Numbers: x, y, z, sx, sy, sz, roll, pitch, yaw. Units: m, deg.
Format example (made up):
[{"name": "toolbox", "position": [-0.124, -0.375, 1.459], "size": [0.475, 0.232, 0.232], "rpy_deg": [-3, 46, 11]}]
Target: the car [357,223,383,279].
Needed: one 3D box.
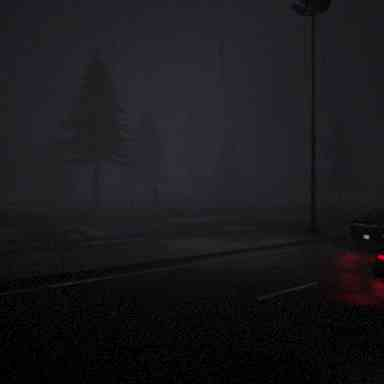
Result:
[{"name": "car", "position": [6.709, 1.549, 8.471], "size": [5.357, 1.411, 2.033], "rpy_deg": [0, 0, -35]}]

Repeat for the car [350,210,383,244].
[{"name": "car", "position": [8.658, 1.494, 14.051], "size": [4.902, 1.511, 2.128], "rpy_deg": [0, 0, -34]}]
